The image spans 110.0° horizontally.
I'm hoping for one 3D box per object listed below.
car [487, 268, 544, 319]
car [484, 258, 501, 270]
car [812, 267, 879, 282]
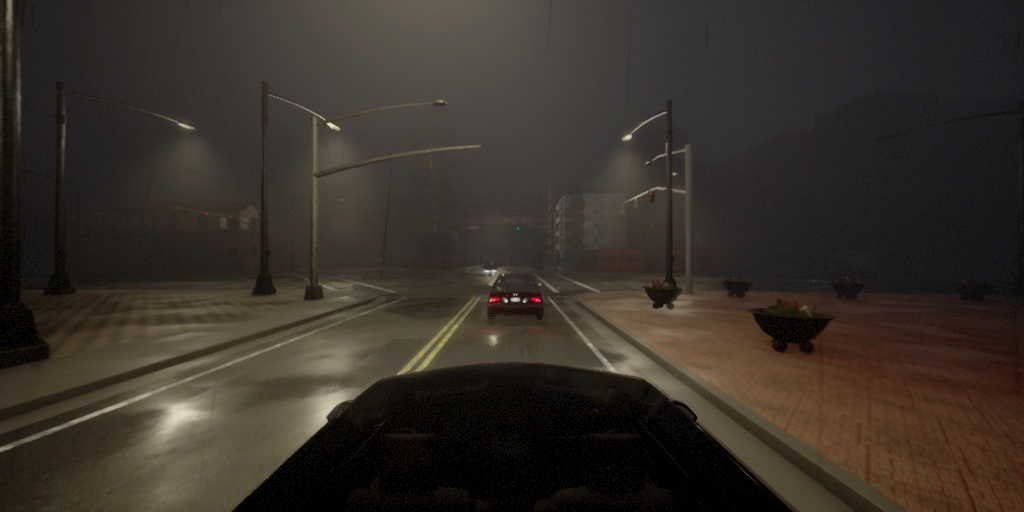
[{"bbox_3d":[0.117,1.333,12.971,2.033,1.411,5.357,0,0,0],"label":"car"},{"bbox_3d":[-3.375,1.417,56.810,2.128,1.511,4.902,0,0,1],"label":"car"},{"bbox_3d":[33.068,1.787,35.609,5.357,1.411,2.033,1,0,0],"label":"car"}]
